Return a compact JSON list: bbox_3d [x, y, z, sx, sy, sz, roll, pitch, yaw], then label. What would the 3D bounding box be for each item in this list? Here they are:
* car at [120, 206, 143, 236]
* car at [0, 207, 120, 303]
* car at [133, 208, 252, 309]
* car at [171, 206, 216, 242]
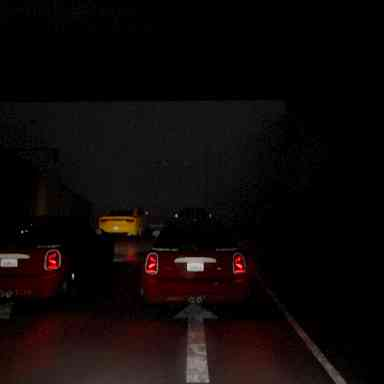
[{"bbox_3d":[-3.427,1.477,17.465,1.882,1.535,5.008,0,0,0],"label":"car"},{"bbox_3d":[-3.426,1.352,8.376,2.097,1.767,4.553,0,0,0],"label":"car"},{"bbox_3d":[0.069,1.352,8.047,2.097,1.767,4.553,0,0,0],"label":"car"},{"bbox_3d":[0.074,1.546,17.574,2.033,1.411,5.357,0,0,0],"label":"car"}]
